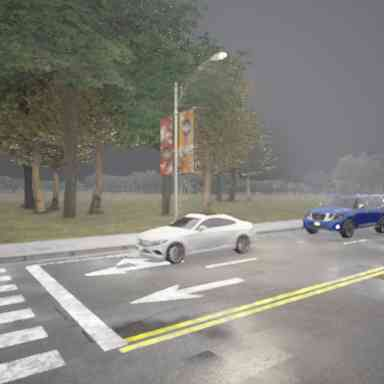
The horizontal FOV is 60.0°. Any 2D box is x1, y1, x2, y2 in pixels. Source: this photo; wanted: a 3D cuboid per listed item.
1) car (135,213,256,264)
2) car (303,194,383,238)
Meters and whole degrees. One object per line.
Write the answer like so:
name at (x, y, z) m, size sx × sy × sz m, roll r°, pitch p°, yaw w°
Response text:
car at (0.276, 1.499, 11.858) m, size 4.674 × 1.442 × 1.812 m, roll 0°, pitch 0°, yaw -35°
car at (8.264, 1.159, 17.536) m, size 5.566 × 2.045 × 2.150 m, roll 0°, pitch 0°, yaw -35°
